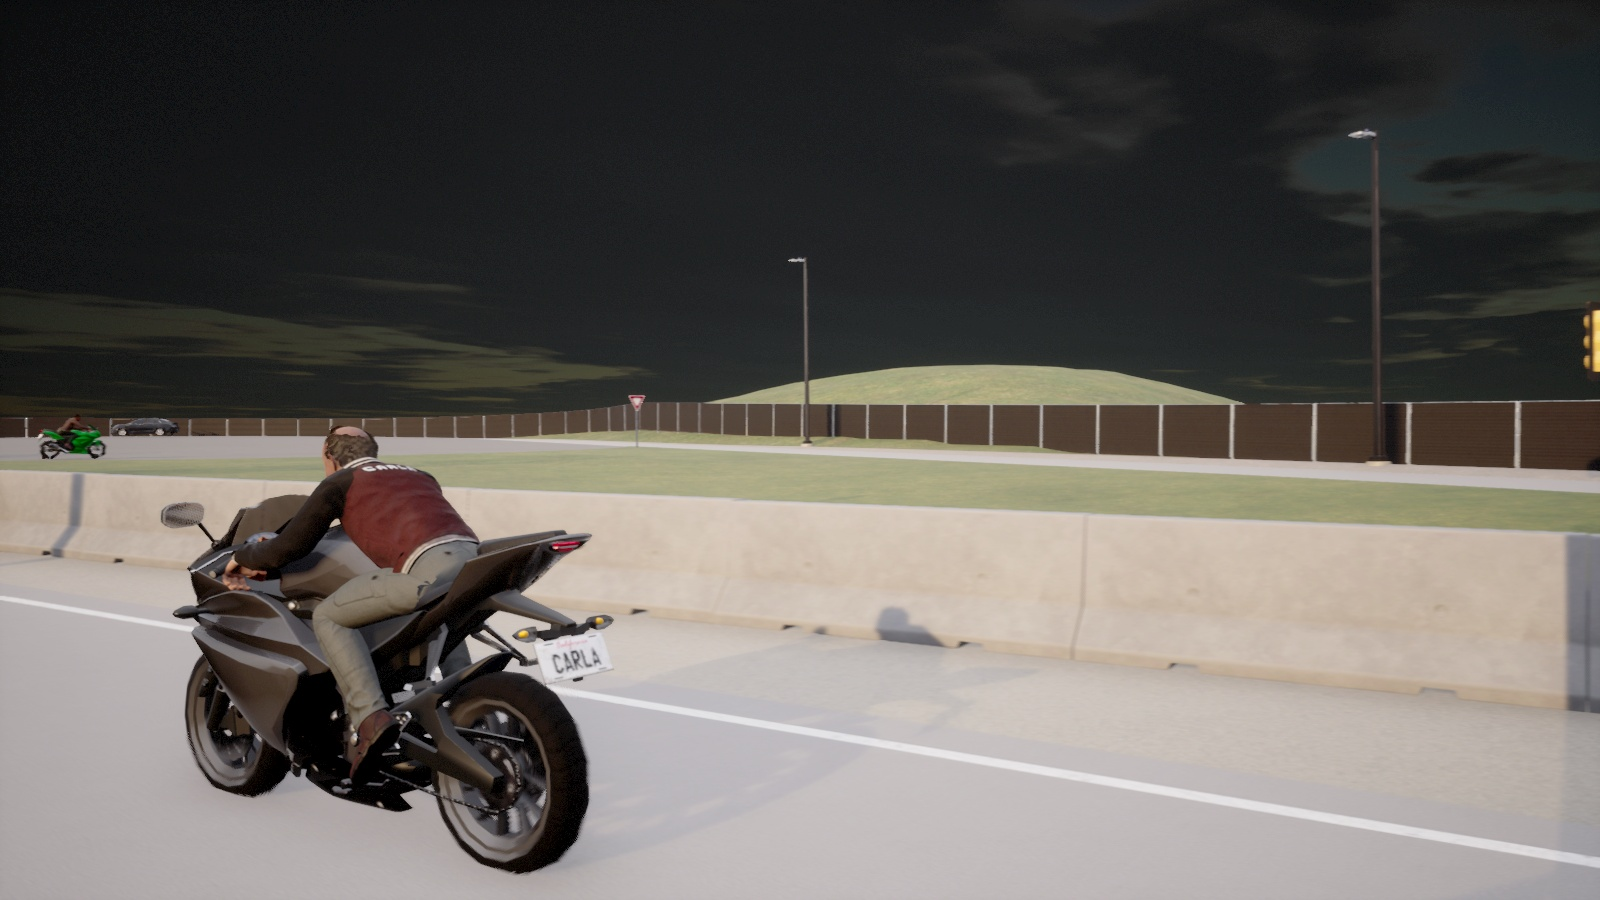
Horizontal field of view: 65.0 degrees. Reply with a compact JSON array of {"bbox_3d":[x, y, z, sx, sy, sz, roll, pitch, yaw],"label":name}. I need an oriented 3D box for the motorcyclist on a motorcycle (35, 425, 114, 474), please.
[{"bbox_3d":[-23.705,-0.020,41.081,0.797,1.523,2.044,-2,0,43],"label":"motorcyclist on a motorcycle"}]

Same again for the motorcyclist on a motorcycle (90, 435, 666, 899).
[{"bbox_3d":[-1.638,0.718,4.713,2.191,1.530,0.866,0,1,34],"label":"motorcyclist on a motorcycle"}]
